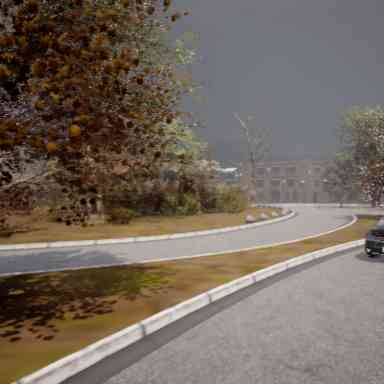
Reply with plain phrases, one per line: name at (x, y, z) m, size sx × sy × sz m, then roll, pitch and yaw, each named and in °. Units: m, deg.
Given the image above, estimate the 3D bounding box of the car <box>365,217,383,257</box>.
car at (8.025, 1.576, 12.202) m, size 4.892 × 1.490 × 1.837 m, roll -1°, pitch 0°, yaw -42°
